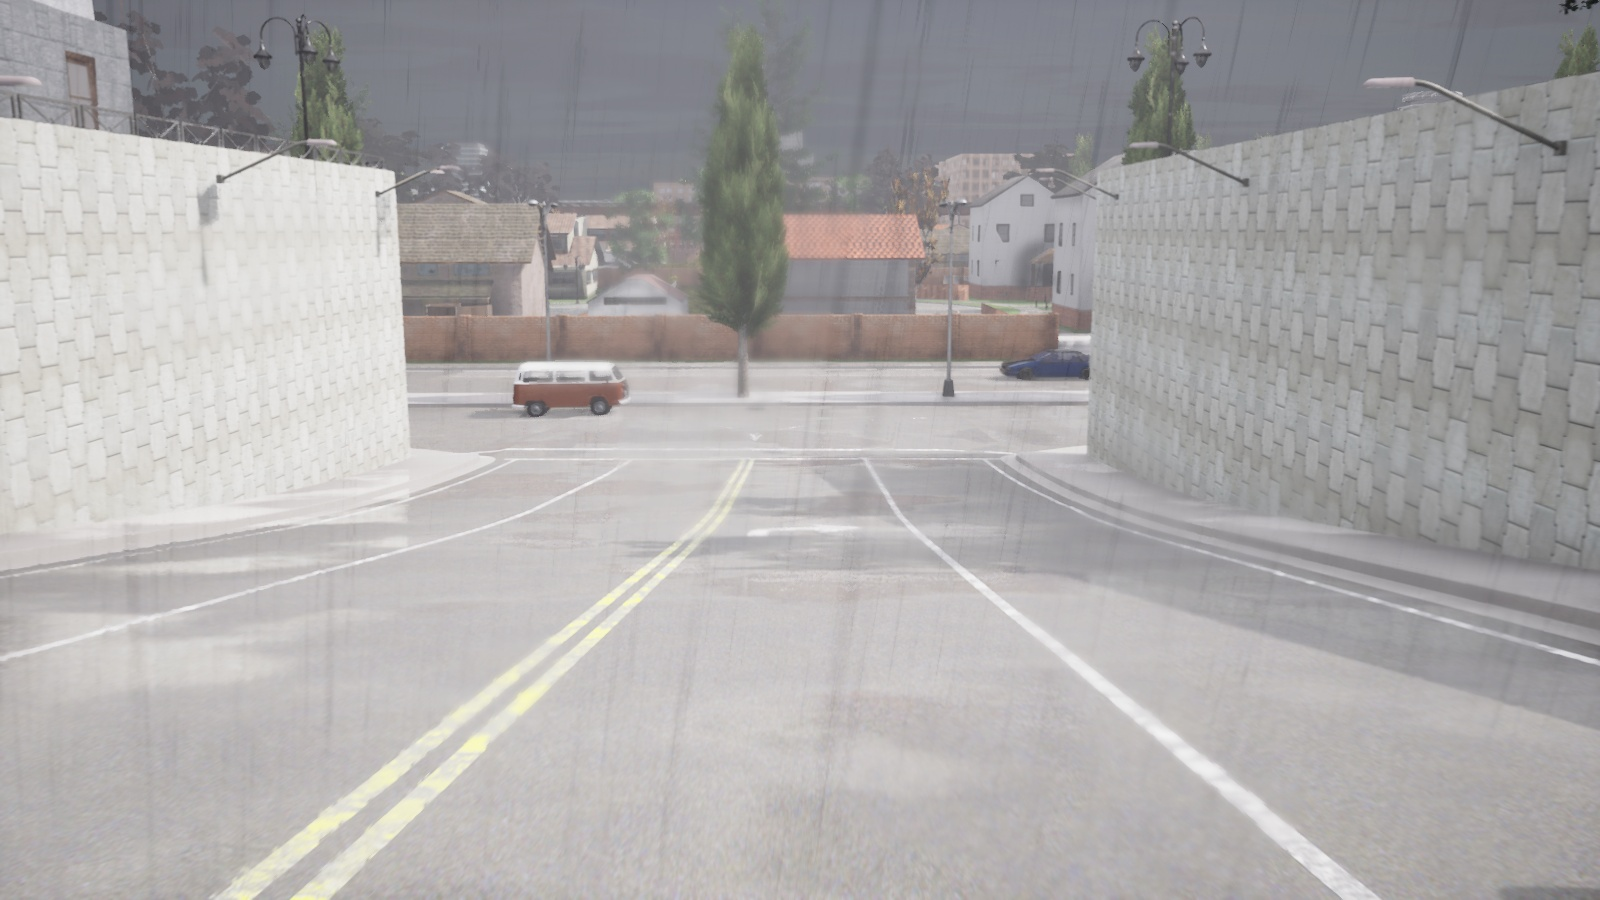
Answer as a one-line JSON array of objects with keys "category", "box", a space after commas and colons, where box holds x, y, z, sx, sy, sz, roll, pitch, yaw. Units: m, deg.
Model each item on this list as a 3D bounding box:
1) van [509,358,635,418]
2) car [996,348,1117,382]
[{"category": "van", "box": [-8.859, -2.433, 49.105, 4.480, 2.038, 2.069, -1, 9, -1]}, {"category": "car", "box": [12.375, -4.128, 60.799, 5.357, 1.411, 2.033, 0, 10, -1]}]
